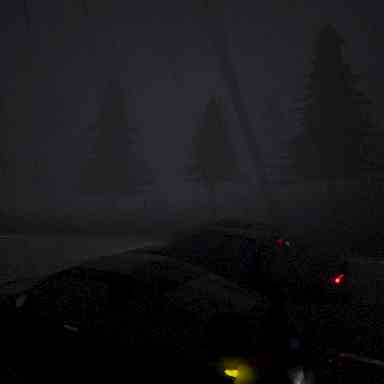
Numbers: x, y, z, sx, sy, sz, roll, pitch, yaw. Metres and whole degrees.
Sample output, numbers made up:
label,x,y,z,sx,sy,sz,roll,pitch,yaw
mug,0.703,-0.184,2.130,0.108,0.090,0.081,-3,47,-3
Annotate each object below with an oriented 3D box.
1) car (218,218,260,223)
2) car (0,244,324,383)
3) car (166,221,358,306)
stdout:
label,x,y,z,sx,sy,sz,roll,pitch,yaw
car,1.177,1.570,11.193,4.181,1.385,1.994,0,0,29
car,-1.002,1.538,4.211,4.674,1.442,1.812,0,0,31
car,0.747,1.551,7.547,5.357,1.411,2.033,-1,0,30
